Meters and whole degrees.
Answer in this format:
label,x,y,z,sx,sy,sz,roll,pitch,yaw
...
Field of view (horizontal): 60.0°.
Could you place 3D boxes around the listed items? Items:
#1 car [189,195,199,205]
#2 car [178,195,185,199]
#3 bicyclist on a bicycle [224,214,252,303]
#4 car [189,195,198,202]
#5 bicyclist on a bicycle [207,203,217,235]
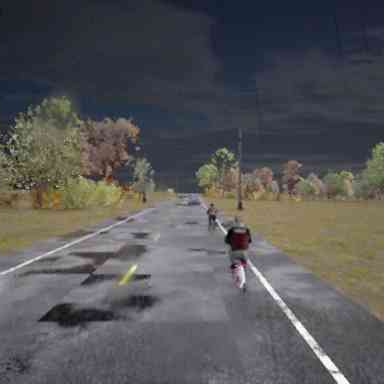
label,x,y,z,sx,sy,sz,roll,pitch,yaw
car,0.332,1.417,56.142,2.033,1.411,5.357,0,0,0
car,-3.112,1.383,94.932,1.895,1.301,4.718,0,0,0
bicyclist on a bicycle,0.997,1.352,7.275,0.659,1.776,1.843,0,0,0
car,0.303,1.370,73.708,2.033,1.411,5.357,0,0,0
bicyclist on a bicycle,1.036,1.412,16.969,0.582,1.620,1.656,0,0,0
